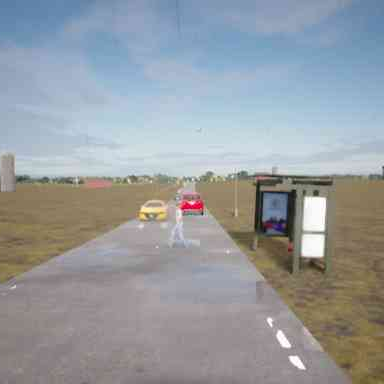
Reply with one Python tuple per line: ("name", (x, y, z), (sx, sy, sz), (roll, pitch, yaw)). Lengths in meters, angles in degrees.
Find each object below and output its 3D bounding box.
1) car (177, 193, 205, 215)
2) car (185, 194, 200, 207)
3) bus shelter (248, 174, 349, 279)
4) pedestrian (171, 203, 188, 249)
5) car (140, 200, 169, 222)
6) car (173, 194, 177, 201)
("car", (0.070, 1.128, 32.293), (2.150, 2.045, 5.566), (0, 1, 2))
("car", (0.066, 1.164, 47.275), (2.097, 1.767, 4.553), (0, 0, 0))
("bus shelter", (3.176, 0.858, 10.879), (1.920, 2.740, 3.880), (2, 2, 0))
("pedestrian", (-0.495, 1.271, 12.745), (0.375, 1.860, 0.375), (-3, 3, -10))
("car", (-2.853, 1.411, 25.933), (1.882, 1.535, 5.008), (0, 0, 0))
("car", (-2.775, 1.137, 67.539), (2.128, 1.511, 4.902), (0, 1, 0))
